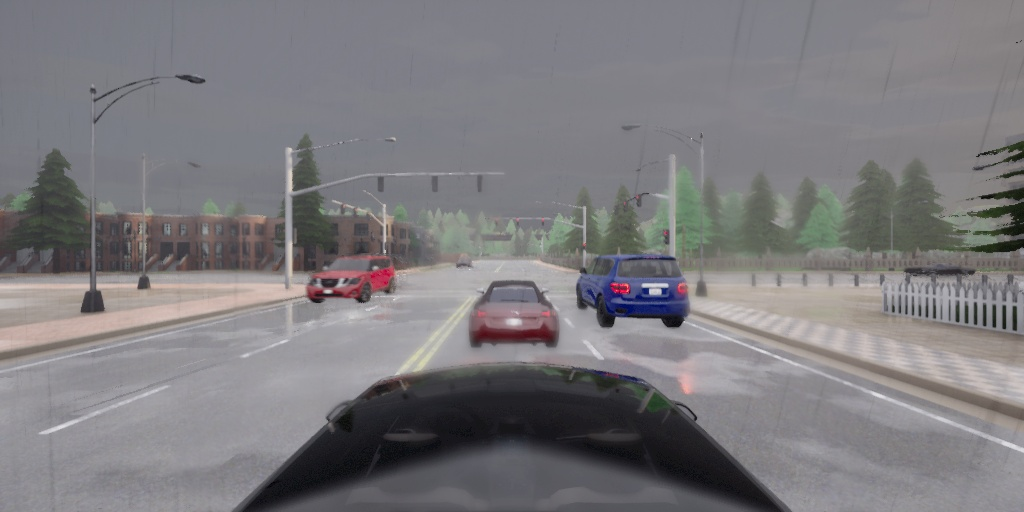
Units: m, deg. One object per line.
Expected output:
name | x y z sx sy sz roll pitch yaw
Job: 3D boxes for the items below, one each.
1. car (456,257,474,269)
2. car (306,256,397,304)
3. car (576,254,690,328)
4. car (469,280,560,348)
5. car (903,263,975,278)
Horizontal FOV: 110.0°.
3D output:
car | -7.305 0.993 55.346 2.097 1.767 4.553 0 0 0
car | -7.083 1.001 16.543 2.150 2.045 5.566 0 0 0
car | 3.526 0.963 11.488 2.150 2.045 5.566 0 0 0
car | 0.029 1.306 9.245 1.994 1.385 4.181 0 0 -1
car | 39.290 1.320 33.071 4.718 1.301 1.895 0 0 0
